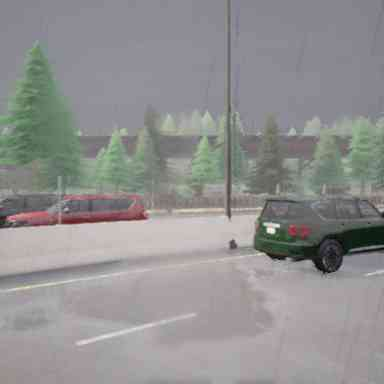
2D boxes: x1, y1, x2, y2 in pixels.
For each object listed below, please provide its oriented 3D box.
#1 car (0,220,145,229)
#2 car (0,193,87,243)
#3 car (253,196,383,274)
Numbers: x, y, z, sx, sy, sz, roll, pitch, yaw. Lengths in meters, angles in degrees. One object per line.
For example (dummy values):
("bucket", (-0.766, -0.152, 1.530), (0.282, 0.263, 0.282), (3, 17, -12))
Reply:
("car", (-4.462, 1.128, 13.432), (5.566, 2.045, 2.150), (0, 0, -33))
("car", (-7.948, 1.118, 15.341), (5.566, 2.045, 2.150), (0, 0, -34))
("car", (4.513, 1.139, 10.457), (5.566, 2.045, 2.150), (0, 0, -29))
